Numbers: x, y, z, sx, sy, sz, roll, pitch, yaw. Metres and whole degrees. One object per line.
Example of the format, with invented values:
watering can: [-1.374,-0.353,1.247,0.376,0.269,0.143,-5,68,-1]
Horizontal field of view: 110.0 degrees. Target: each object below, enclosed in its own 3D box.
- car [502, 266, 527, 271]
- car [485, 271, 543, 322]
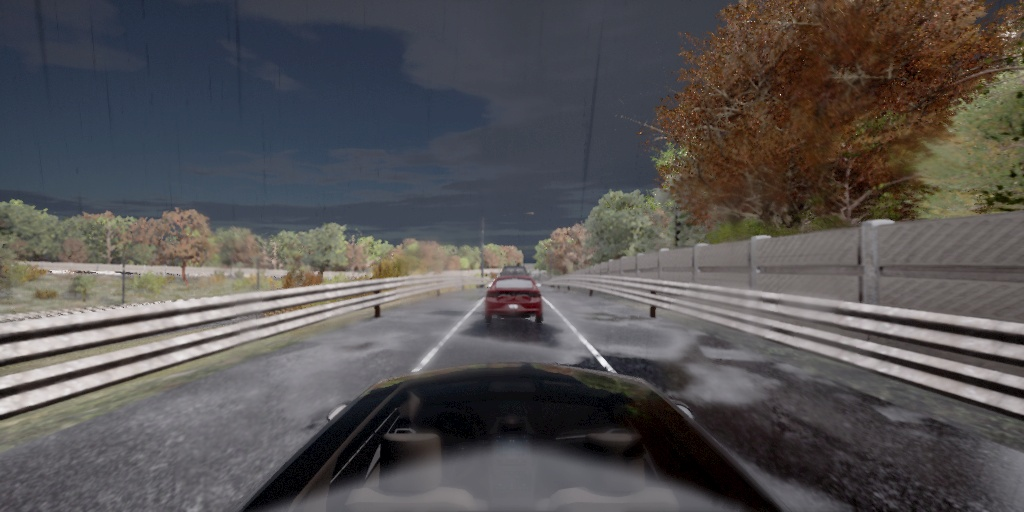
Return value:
car: [0.226,1.787,26.913,2.150,2.045,5.566,0,-3,2]
car: [0.093,1.462,13.354,1.882,1.535,5.008,0,-2,1]
